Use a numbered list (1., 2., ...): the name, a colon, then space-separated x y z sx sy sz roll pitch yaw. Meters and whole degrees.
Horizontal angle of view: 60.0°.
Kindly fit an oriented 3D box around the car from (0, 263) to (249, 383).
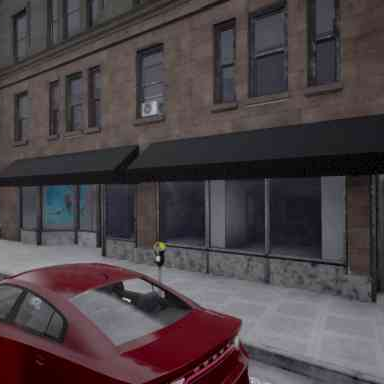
1. car: -1.554 1.545 3.958 4.507 1.381 1.887 0 0 35
